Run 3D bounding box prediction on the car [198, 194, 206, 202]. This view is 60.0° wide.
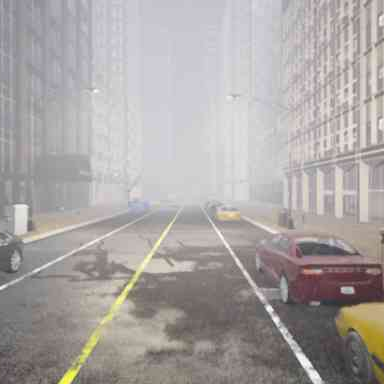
[{"bbox_3d":[2.671,1.442,82.054,2.192,1.841,5.009,0,0,0],"label":"car"}]

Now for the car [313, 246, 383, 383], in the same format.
[{"bbox_3d":[2.686,1.532,2.446,1.752,1.417,4.829,0,0,0],"label":"car"}]

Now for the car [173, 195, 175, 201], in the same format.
[{"bbox_3d":[-5.709,1.440,76.357,2.192,1.841,5.009,0,0,0],"label":"car"}]

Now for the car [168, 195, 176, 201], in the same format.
[{"bbox_3d":[-5.711,1.571,93.452,1.967,1.590,4.097,0,0,0],"label":"car"}]

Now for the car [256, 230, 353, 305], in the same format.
[{"bbox_3d":[2.685,1.565,7.974,1.887,1.381,4.507,0,0,0],"label":"car"}]

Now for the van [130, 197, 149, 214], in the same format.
[{"bbox_3d":[-5.702,1.418,36.469,1.690,1.788,3.998,0,0,0],"label":"van"}]

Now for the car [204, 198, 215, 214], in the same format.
[{"bbox_3d":[2.680,1.643,36.467,1.947,1.339,4.313,0,0,0],"label":"car"}]

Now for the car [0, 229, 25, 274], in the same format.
[{"bbox_3d":[-5.695,1.571,7.975,2.008,1.369,4.403,0,0,0],"label":"car"}]

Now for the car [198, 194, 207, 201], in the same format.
[{"bbox_3d":[2.670,1.444,87.752,2.192,1.841,5.009,0,0,0],"label":"car"}]

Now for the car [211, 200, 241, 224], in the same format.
[{"bbox_3d":[2.682,1.582,25.240,1.752,1.417,4.829,0,0,0],"label":"car"}]

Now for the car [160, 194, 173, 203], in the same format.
[{"bbox_3d":[-5.707,1.665,70.658,1.887,1.381,4.507,0,0,0],"label":"car"}]

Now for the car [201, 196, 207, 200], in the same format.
[{"bbox_3d":[2.677,1.660,47.863,1.947,1.339,4.313,0,0,0],"label":"car"}]

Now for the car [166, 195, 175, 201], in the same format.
[{"bbox_3d":[-5.710,1.570,87.753,1.967,1.590,4.097,0,0,0],"label":"car"}]
